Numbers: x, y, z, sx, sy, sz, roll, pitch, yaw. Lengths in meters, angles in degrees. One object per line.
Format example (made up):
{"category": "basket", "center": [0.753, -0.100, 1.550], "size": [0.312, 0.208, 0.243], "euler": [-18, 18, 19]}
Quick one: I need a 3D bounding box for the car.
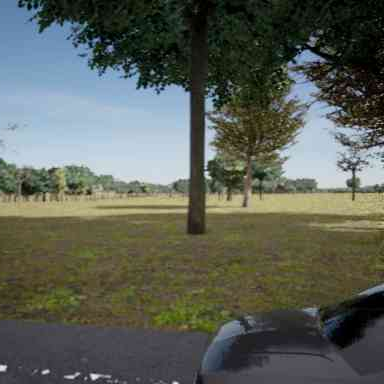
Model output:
{"category": "car", "center": [2.429, 1.530, 2.779], "size": [4.892, 1.490, 1.837], "euler": [0, 0, 9]}
